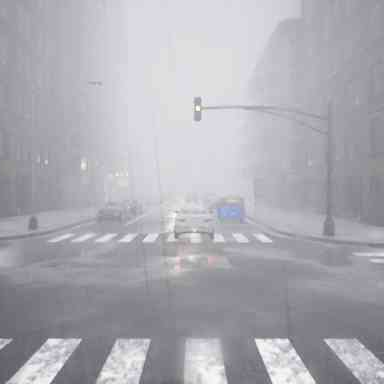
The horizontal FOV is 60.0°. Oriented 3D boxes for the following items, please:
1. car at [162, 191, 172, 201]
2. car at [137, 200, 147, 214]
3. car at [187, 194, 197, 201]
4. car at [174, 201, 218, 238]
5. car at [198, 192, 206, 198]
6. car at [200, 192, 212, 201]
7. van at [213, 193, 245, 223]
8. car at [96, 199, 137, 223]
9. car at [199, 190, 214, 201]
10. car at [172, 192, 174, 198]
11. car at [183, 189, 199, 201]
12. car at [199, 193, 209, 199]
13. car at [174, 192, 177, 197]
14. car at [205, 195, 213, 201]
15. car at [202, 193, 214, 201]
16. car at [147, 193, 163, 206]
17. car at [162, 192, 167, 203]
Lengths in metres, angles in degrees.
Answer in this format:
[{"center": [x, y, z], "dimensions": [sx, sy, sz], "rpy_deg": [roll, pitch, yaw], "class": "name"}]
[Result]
[{"center": [-5.388, 0.992, 62.962], "dimensions": [1.947, 1.339, 4.313], "rpy_deg": [0, 1, 0], "class": "car"}, {"center": [-5.388, 1.288, 28.872], "dimensions": [1.887, 1.381, 4.507], "rpy_deg": [0, 1, 0], "class": "car"}, {"center": [-0.001, 1.023, 63.359], "dimensions": [1.895, 1.301, 4.718], "rpy_deg": [0, 1, 0], "class": "car"}, {"center": [0.104, 1.379, 16.670], "dimensions": [1.812, 1.442, 4.674], "rpy_deg": [0, 1, 0], "class": "car"}, {"center": [2.637, 0.775, 85.690], "dimensions": [1.947, 1.339, 4.313], "rpy_deg": [0, 1, 0], "class": "car"}, {"center": [2.637, 0.866, 62.965], "dimensions": [1.967, 1.590, 4.097], "rpy_deg": [0, 1, 0], "class": "car"}, {"center": [2.637, 1.134, 23.197], "dimensions": [1.690, 1.788, 3.998], "rpy_deg": [0, 1, 0], "class": "van"}, {"center": [-5.388, 1.344, 23.190], "dimensions": [2.008, 1.369, 4.403], "rpy_deg": [0, 1, 0], "class": "car"}, {"center": [2.637, 0.850, 51.602], "dimensions": [2.192, 1.841, 5.009], "rpy_deg": [0, 1, 0], "class": "car"}, {"center": [-5.388, 0.687, 68.641], "dimensions": [2.192, 1.841, 5.009], "rpy_deg": [0, 1, 0], "class": "car"}, {"center": [-0.001, 0.870, 53.295], "dimensions": [2.097, 1.767, 4.553], "rpy_deg": [0, 1, 0], "class": "car"}, {"center": [2.637, 0.869, 74.328], "dimensions": [2.008, 1.369, 4.403], "rpy_deg": [0, 1, 0], "class": "car"}, {"center": [-5.388, 0.704, 80.005], "dimensions": [1.967, 1.590, 4.097], "rpy_deg": [0, 1, 0], "class": "car"}, {"center": [2.637, 1.275, 34.561], "dimensions": [1.802, 1.307, 4.206], "rpy_deg": [0, 1, 0], "class": "car"}, {"center": [2.637, 1.171, 45.923], "dimensions": [1.802, 1.307, 4.206], "rpy_deg": [0, 1, 0], "class": "car"}, {"center": [-5.388, 1.116, 45.747], "dimensions": [1.752, 1.417, 4.829], "rpy_deg": [0, 1, 0], "class": "car"}, {"center": [-5.388, 1.100, 51.599], "dimensions": [1.947, 1.339, 4.313], "rpy_deg": [0, 1, 0], "class": "car"}]
